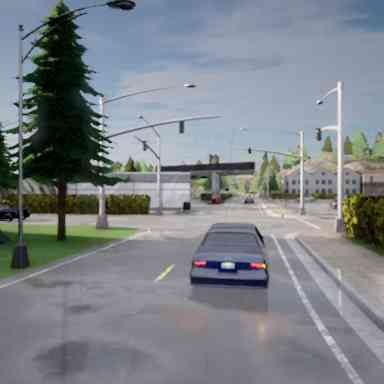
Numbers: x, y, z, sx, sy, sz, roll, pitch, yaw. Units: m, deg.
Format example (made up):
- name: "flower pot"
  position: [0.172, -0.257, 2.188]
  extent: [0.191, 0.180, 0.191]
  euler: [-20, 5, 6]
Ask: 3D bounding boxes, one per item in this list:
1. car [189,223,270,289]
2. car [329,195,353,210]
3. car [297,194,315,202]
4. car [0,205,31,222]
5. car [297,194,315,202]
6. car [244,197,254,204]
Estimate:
- name: "car"
  position: [1.165, 1.580, 9.377]
  extent: [2.033, 1.411, 5.357]
  euler: [0, 0, 10]
- name: "car"
  position: [20.109, 1.480, 42.283]
  extent: [5.027, 1.636, 2.152]
  euler: [0, 0, 10]
- name: "car"
  position: [25.942, 1.625, 76.040]
  extent: [3.806, 1.475, 1.970]
  euler: [0, 0, 10]
- name: "car"
  position: [-15.644, 1.685, 26.940]
  extent: [4.718, 1.301, 1.895]
  euler: [0, 0, 9]
- name: "car"
  position: [27.116, 1.352, 79.211]
  extent: [3.866, 1.878, 1.905]
  euler: [0, 0, 10]
- name: "car"
  position: [11.787, 1.725, 68.473]
  extent: [2.128, 1.511, 4.902]
  euler: [0, 0, 10]
